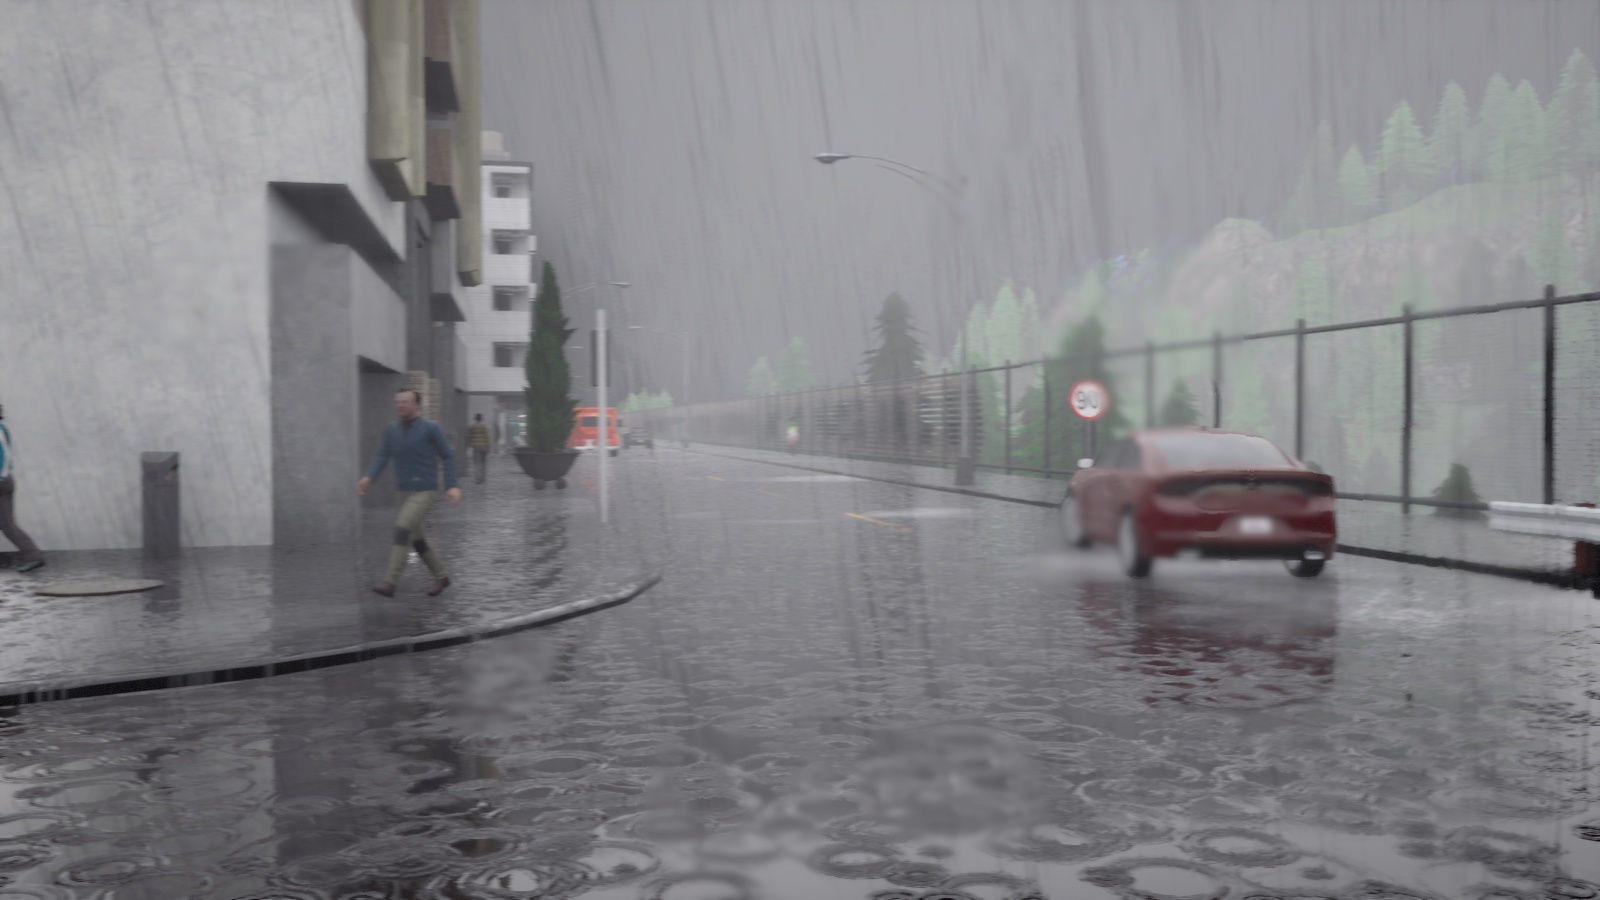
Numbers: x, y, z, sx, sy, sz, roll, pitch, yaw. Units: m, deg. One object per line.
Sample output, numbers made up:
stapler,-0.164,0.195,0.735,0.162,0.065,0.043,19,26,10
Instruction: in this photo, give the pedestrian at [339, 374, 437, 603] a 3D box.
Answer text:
pedestrian,-3.438,0.306,10.516,0.402,1.842,0.726,1,1,22

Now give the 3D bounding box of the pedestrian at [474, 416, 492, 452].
pedestrian,-16.617,-0.842,65.803,0.634,1.844,0.899,-1,1,-32

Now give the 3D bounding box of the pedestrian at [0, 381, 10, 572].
pedestrian,-8.430,0.268,12.661,0.692,1.930,0.396,0,1,-17

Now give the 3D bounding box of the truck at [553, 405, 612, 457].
truck,-10.971,-0.972,63.103,2.627,2.467,5.204,0,1,-13

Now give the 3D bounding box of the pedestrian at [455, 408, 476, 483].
pedestrian,-8.352,-0.125,31.374,0.431,1.840,0.709,0,1,-10

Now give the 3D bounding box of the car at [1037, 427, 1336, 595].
car,4.062,0.521,14.176,1.882,1.535,5.008,0,1,1

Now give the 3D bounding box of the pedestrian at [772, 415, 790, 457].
pedestrian,-0.888,-0.664,58.642,0.659,1.952,0.873,0,1,-11

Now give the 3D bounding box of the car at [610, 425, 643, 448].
car,-11.612,-0.895,83.777,1.816,1.474,4.193,0,1,-13
